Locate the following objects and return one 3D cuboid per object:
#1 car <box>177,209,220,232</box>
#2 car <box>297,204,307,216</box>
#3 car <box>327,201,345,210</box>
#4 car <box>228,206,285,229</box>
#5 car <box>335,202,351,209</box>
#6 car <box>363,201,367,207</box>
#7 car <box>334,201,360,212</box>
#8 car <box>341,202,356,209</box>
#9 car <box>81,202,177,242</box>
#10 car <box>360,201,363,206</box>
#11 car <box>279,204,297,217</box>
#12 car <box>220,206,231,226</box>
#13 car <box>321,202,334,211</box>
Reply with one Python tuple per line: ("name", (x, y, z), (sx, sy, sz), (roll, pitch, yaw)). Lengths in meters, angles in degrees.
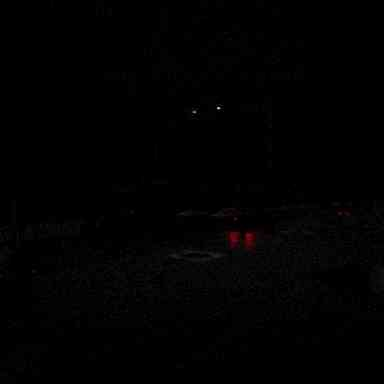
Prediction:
("car", (-0.205, 1.817, 21.956), (1.802, 1.307, 4.206), (-1, -1, 35))
("car", (12.310, 2.091, 39.575), (2.008, 1.369, 4.403), (-1, -1, 35))
("car", (24.727, 2.365, 57.054), (1.752, 1.417, 4.829), (-1, -1, 35))
("car", (4.833, 1.918, 24.301), (1.895, 1.301, 4.718), (0, -1, 35))
("car", (27.953, 2.484, 61.596), (1.947, 1.339, 4.313), (-1, -1, 35))
("car", (40.467, 2.787, 79.213), (1.947, 1.339, 4.313), (-1, -1, 35))
("car", (23.928, 2.272, 51.188), (2.128, 1.511, 4.902), (0, -1, 36))
("car", (31.082, 2.575, 66.001), (1.802, 1.307, 4.206), (-1, -1, 35))
("car", (-3.333, 1.473, 17.556), (2.192, 1.841, 5.009), (-1, -1, 35))
("car", (34.211, 2.634, 70.405), (1.947, 1.339, 4.313), (-1, -1, 35))
("car", (9.181, 2.030, 35.170), (1.947, 1.339, 4.313), (-1, -1, 35))
("car", (2.826, 1.834, 26.223), (1.752, 1.417, 4.829), (-1, -1, 35))
("car", (21.696, 2.318, 52.788), (2.008, 1.369, 4.403), (-1, -1, 35))
